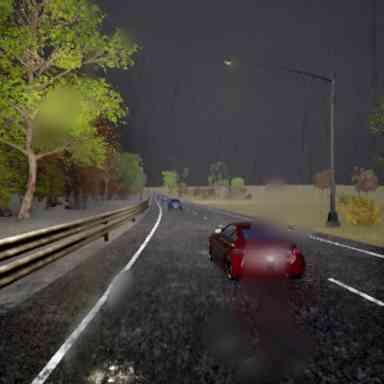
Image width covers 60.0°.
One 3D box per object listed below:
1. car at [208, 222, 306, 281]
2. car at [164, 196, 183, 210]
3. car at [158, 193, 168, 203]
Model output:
[{"bbox_3d":[1.708,1.598,10.026,1.994,1.385,4.181,0,0,-7],"label":"car"},{"bbox_3d":[-2.343,1.654,44.492,1.812,1.442,4.674,0,0,-7],"label":"car"},{"bbox_3d":[-5.894,1.534,74.761,2.097,1.767,4.553,0,0,-7],"label":"car"}]
